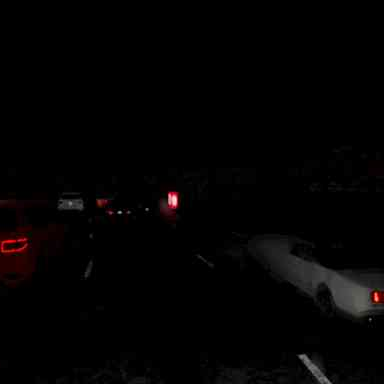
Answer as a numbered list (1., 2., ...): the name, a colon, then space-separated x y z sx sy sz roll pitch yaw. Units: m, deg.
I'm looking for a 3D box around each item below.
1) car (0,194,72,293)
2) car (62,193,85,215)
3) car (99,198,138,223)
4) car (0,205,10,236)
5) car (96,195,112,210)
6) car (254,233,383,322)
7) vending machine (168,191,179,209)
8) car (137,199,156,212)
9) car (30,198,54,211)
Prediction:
1. car: -4.723 1.188 8.661 2.150 2.045 5.566 0 0 -12
2. car: -11.488 1.073 31.825 2.150 2.045 5.566 0 0 -17
3. car: -5.570 1.416 24.605 2.033 1.411 5.357 0 0 -17
4. car: -10.288 1.473 15.928 1.812 1.442 4.674 0 0 -16
5. car: -10.534 1.143 40.526 2.097 1.767 4.553 0 0 -17
6. car: 2.937 1.540 7.158 1.895 1.301 4.718 0 0 -9
7. vending machine: -2.182 0.957 38.825 1.100 2.100 0.880 0 0 -17
8. car: -5.091 1.402 34.838 1.895 1.301 4.718 0 0 -17
9. car: -17.193 1.402 38.369 1.994 1.385 4.181 0 0 -17
